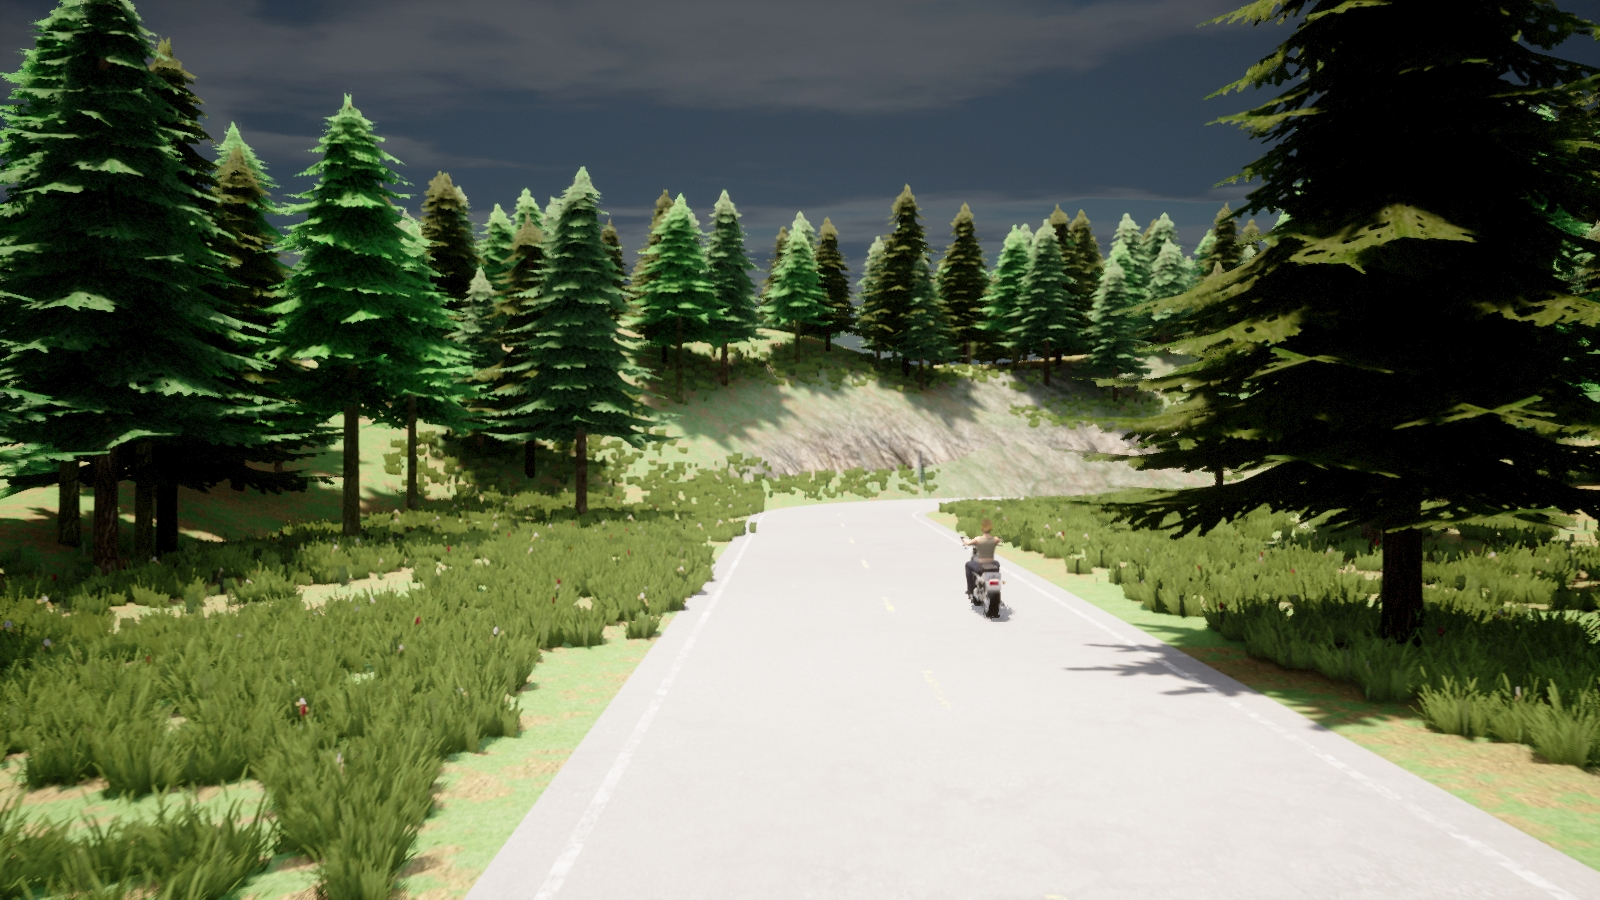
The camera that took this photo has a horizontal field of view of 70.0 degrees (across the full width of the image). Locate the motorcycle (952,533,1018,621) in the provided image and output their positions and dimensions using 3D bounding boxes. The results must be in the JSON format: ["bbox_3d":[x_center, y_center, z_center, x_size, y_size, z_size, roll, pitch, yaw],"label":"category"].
[{"bbox_3d":[3.190,2.171,19.943,0.764,1.277,2.356,0,0,0],"label":"motorcycle"}]
